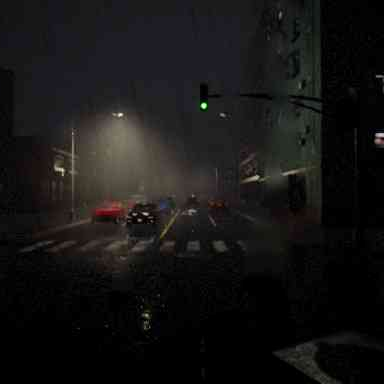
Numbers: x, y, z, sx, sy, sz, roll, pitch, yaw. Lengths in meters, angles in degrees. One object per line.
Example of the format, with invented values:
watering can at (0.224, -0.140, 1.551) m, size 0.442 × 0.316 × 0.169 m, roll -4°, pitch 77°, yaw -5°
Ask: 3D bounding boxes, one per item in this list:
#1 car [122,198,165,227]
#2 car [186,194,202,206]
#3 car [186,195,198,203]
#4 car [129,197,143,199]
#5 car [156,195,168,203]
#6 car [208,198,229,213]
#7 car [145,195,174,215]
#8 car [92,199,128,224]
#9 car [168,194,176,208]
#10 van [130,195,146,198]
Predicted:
car at (-3.078, 1.411, 22.037) m, size 1.837 × 1.490 × 4.892 m, roll 0°, pitch 0°, yaw 0°
car at (0.030, 1.330, 51.204) m, size 2.033 × 1.411 × 5.357 m, roll 0°, pitch 0°, yaw 0°
car at (0.036, 1.286, 61.629) m, size 2.033 × 1.411 × 5.357 m, roll 0°, pitch 0°, yaw 0°
car at (-5.660, 1.420, 29.220) m, size 1.887 × 1.381 × 4.507 m, roll 1°, pitch 0°, yaw 0°
car at (-5.640, 1.314, 63.340) m, size 1.802 × 1.307 × 4.206 m, roll 1°, pitch 0°, yaw 0°
car at (2.726, 1.291, 34.962) m, size 1.967 × 1.590 × 4.097 m, roll 1°, pitch 0°, yaw 0°
car at (-3.069, 1.341, 32.094) m, size 1.882 × 1.535 × 5.008 m, roll 0°, pitch 0°, yaw 0°
car at (-5.739, 1.444, 23.538) m, size 1.887 × 1.381 × 4.507 m, roll 1°, pitch 0°, yaw 0°
car at (-3.063, 1.325, 42.188) m, size 1.837 × 1.490 × 4.892 m, roll 0°, pitch 0°, yaw 0°
van at (-5.652, 1.192, 34.906) m, size 1.690 × 1.788 × 3.998 m, roll 1°, pitch 0°, yaw 0°
